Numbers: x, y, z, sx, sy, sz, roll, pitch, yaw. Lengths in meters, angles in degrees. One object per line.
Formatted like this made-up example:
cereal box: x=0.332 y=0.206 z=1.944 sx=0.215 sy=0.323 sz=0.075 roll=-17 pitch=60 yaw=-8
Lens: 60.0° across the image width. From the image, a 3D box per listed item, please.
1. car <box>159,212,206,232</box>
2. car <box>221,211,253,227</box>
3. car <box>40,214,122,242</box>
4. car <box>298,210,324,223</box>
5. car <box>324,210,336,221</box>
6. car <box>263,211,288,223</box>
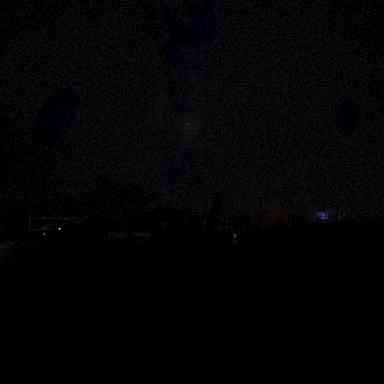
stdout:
car: x=-0.726 y=2.423 z=27.664 sx=2.128 sy=1.511 sz=4.902 roll=0 pitch=-2 yaw=35
car: x=4.928 y=2.833 z=35.596 sx=1.837 sy=1.490 sz=4.892 roll=0 pitch=-2 yaw=36
car: x=-6.416 y=2.035 z=19.730 sx=2.128 sy=1.511 sz=4.902 roll=0 pitch=-2 yaw=37
car: x=16.393 y=3.479 z=46.649 sx=2.128 sy=1.511 sz=4.902 roll=0 pitch=-2 yaw=36
car: x=22.163 y=3.767 z=54.776 sx=2.097 sy=1.767 sz=4.553 roll=0 pitch=-3 yaw=37
car: x=11.181 y=3.257 z=44.332 sx=1.882 sy=1.535 sz=5.008 roll=0 pitch=-3 yaw=36
